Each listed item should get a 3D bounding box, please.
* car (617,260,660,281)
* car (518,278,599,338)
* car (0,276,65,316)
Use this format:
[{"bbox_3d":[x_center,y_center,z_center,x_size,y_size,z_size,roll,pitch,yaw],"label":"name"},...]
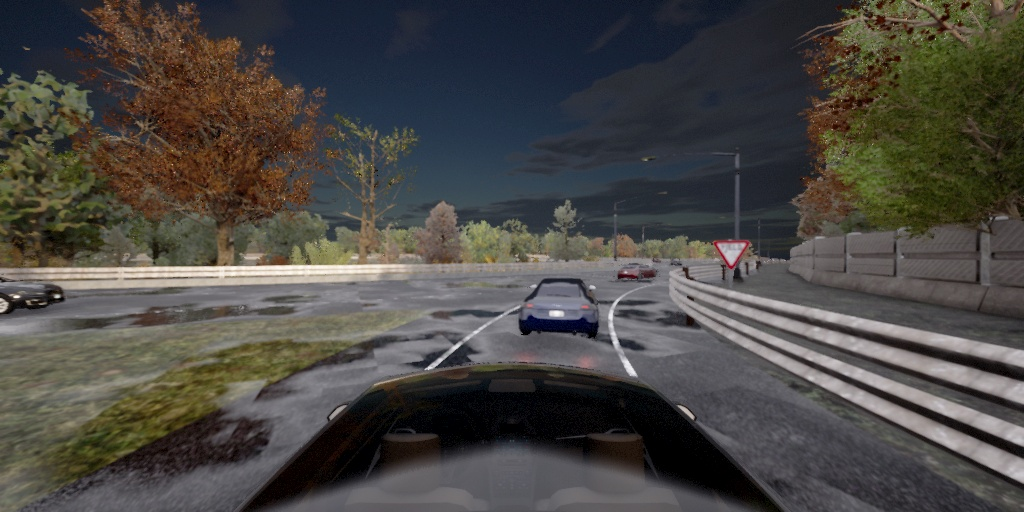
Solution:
[{"bbox_3d":[10.892,1.328,30.912,4.181,1.385,1.994,0,0,-41],"label":"car"},{"bbox_3d":[1.445,1.315,10.326,1.994,1.385,4.181,0,0,12],"label":"car"},{"bbox_3d":[-18.553,1.208,11.865,4.892,1.490,1.837,0,1,-25],"label":"car"}]
